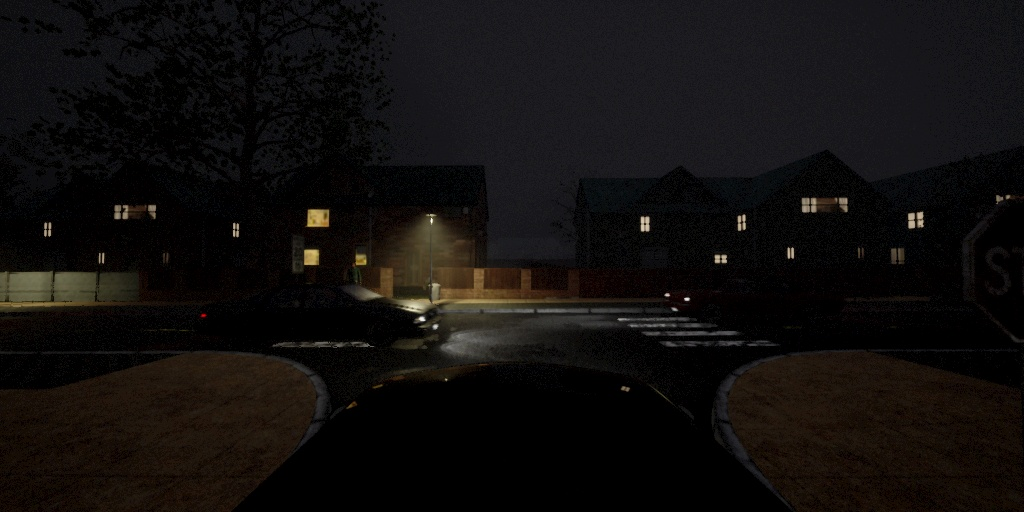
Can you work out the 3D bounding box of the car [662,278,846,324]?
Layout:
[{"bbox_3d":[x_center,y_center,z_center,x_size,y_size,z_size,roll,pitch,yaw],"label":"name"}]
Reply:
[{"bbox_3d":[7.412,1.369,11.392,4.718,1.301,1.895,0,-1,1],"label":"car"}]

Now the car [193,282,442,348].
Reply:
[{"bbox_3d":[-4.524,1.348,8.750,5.357,1.411,2.033,-1,-1,1],"label":"car"}]

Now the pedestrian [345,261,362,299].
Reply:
[{"bbox_3d":[-6.527,1.113,14.672,0.375,1.860,0.375,0,-1,1],"label":"pedestrian"}]
